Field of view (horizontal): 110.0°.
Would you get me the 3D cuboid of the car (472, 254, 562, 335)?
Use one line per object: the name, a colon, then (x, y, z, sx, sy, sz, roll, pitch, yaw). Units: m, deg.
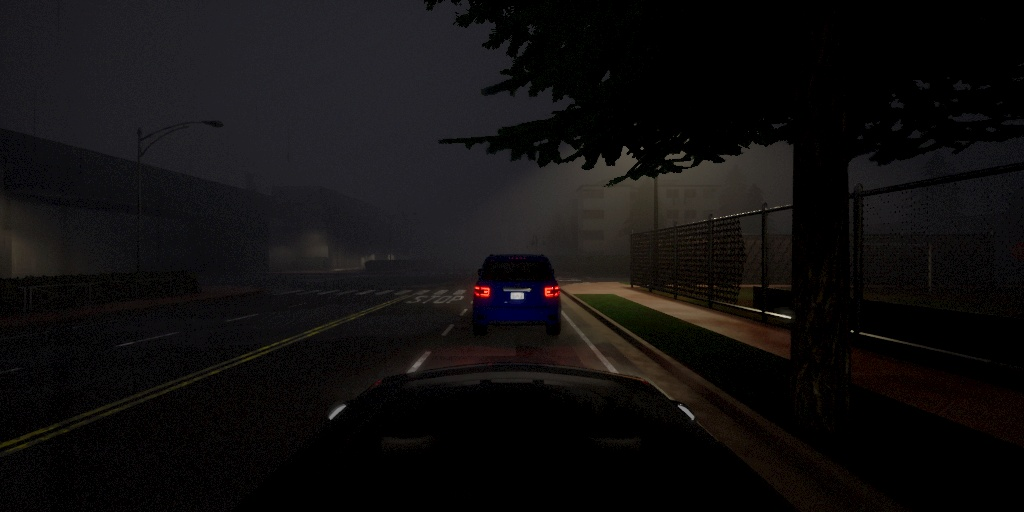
car: (0.125, 0.972, 10.594, 2.150, 2.045, 5.566, 0, 0, 0)

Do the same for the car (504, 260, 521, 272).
car: (0.067, 1.242, 46.450, 2.128, 1.511, 4.902, 0, 0, -1)
